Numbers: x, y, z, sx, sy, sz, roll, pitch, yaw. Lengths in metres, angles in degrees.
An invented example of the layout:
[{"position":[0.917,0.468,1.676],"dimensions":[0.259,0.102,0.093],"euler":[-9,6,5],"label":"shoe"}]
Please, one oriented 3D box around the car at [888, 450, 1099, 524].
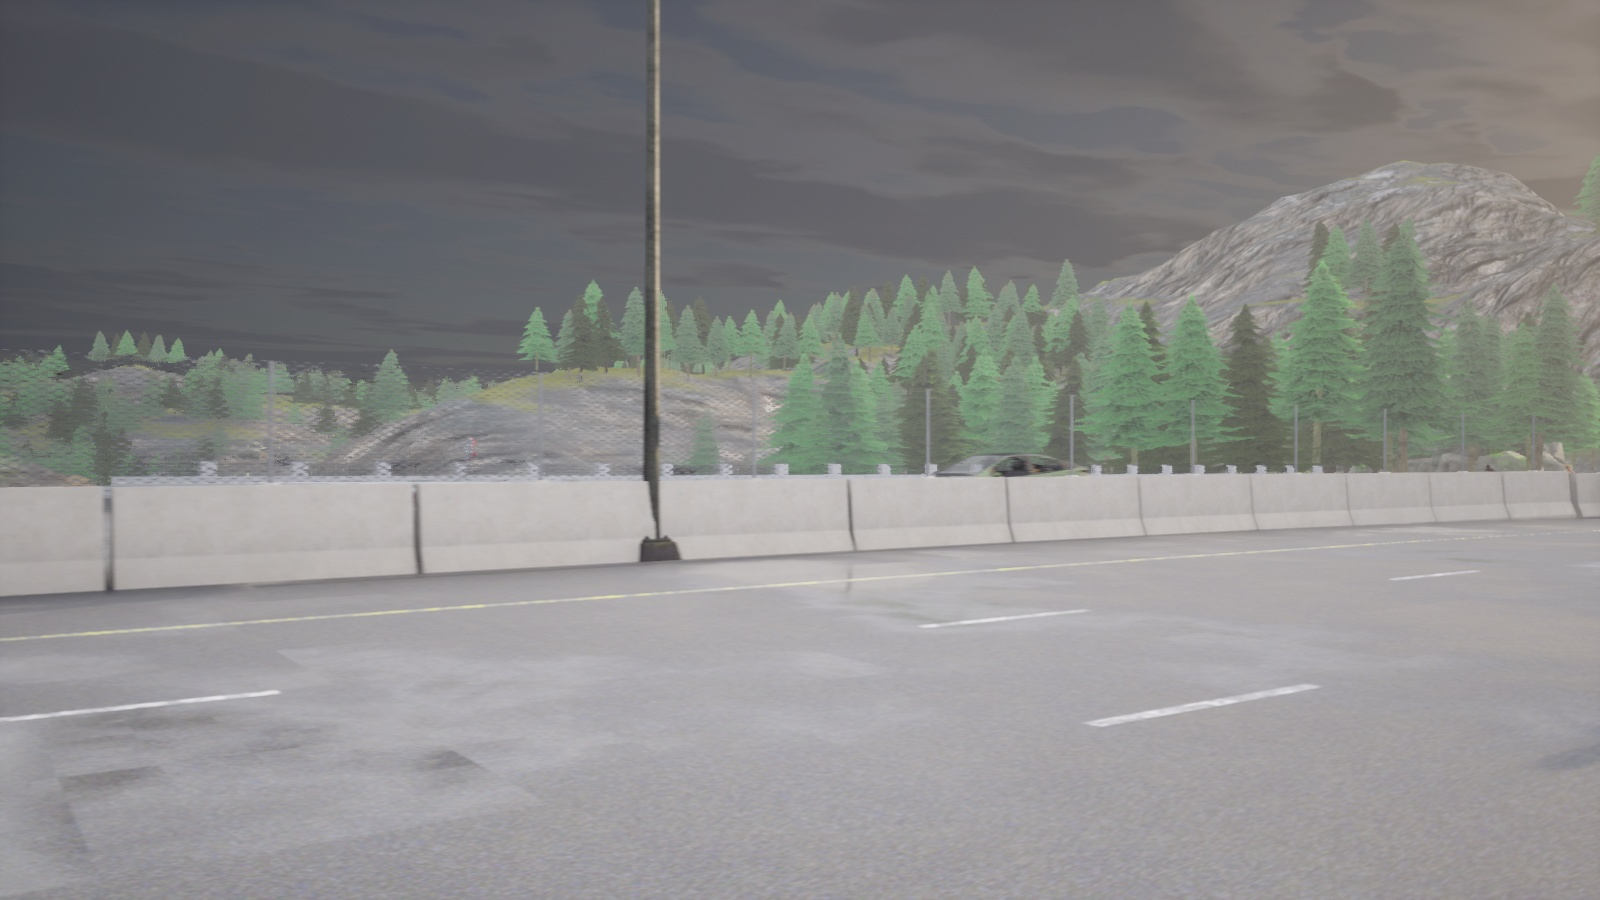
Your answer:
[{"position":[4.350,0.765,28.009],"dimensions":[4.514,1.525,2.007],"euler":[0,0,-35],"label":"car"}]
